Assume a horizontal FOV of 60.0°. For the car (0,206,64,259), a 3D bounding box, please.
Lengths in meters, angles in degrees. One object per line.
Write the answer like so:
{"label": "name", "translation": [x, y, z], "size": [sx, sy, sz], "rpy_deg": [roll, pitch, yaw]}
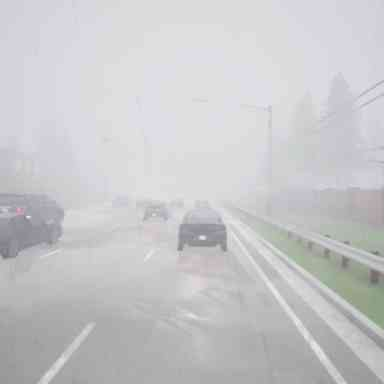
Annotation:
{"label": "car", "translation": [-6.634, 1.466, 12.156], "size": [2.033, 1.411, 5.357], "rpy_deg": [1, 0, 2]}

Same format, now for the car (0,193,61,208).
{"label": "car", "translation": [-9.893, 1.095, 20.390], "size": [2.150, 2.045, 5.566], "rpy_deg": [1, 0, 2]}

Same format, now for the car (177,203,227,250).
{"label": "car", "translation": [0.436, 1.468, 14.260], "size": [1.882, 1.535, 5.008], "rpy_deg": [1, 0, 2]}

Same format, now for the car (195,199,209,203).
{"label": "car", "translation": [1.251, 1.535, 42.376], "size": [1.994, 1.385, 4.181], "rpy_deg": [1, 0, 2]}

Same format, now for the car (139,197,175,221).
{"label": "car", "translation": [-2.705, 1.449, 26.777], "size": [1.837, 1.490, 4.892], "rpy_deg": [1, 0, 2]}

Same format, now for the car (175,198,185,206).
{"label": "car", "translation": [-2.154, 1.494, 47.892], "size": [1.994, 1.385, 4.181], "rpy_deg": [1, 0, 2]}

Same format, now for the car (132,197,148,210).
{"label": "car", "translation": [-5.806, 1.375, 41.904], "size": [1.882, 1.535, 5.008], "rpy_deg": [1, 0, 2]}

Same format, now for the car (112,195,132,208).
{"label": "car", "translation": [-9.184, 1.211, 44.831], "size": [2.097, 1.767, 4.553], "rpy_deg": [1, 0, 2]}
